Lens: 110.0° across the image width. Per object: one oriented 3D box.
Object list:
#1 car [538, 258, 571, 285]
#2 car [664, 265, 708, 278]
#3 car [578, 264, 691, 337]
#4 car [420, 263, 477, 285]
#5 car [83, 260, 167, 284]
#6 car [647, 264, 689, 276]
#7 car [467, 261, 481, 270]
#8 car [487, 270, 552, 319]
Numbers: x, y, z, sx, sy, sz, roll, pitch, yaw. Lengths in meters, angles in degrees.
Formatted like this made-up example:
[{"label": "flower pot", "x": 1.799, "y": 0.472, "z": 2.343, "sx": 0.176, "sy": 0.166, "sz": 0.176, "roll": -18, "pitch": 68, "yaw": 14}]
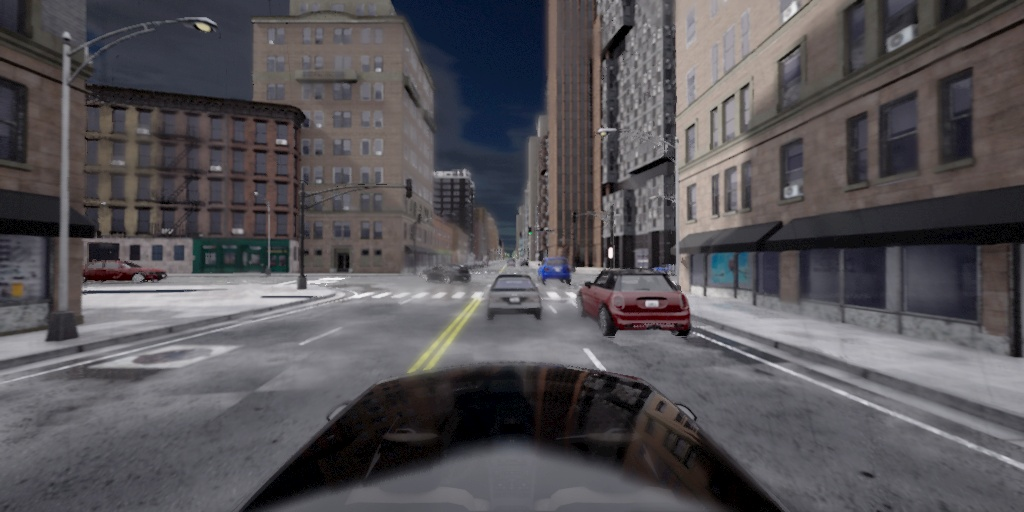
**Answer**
[{"label": "car", "x": 3.302, "y": 1.167, "z": 28.399, "sx": 2.150, "sy": 2.045, "sz": 5.566, "roll": 0, "pitch": -1, "yaw": 0}, {"label": "car", "x": 21.270, "y": 1.836, "z": 43.875, "sx": 4.892, "sy": 1.490, "sz": 1.837, "roll": 1, "pitch": -1, "yaw": -16}, {"label": "car", "x": 3.335, "y": 1.167, "z": 10.682, "sx": 2.097, "sy": 1.767, "sz": 4.553, "roll": 0, "pitch": 0, "yaw": 0}, {"label": "car", "x": -5.330, "y": 1.428, "z": 28.479, "sx": 4.892, "sy": 1.490, "sz": 1.837, "roll": 1, "pitch": -2, "yaw": 41}, {"label": "car", "x": -26.734, "y": 1.073, "z": 24.343, "sx": 5.008, "sy": 1.535, "sz": 1.882, "roll": 1, "pitch": -1, "yaw": -16}, {"label": "car", "x": 20.469, "y": 1.847, "z": 47.024, "sx": 5.008, "sy": 1.535, "sz": 1.882, "roll": 1, "pitch": -1, "yaw": -16}, {"label": "car", "x": -6.666, "y": 1.664, "z": 58.360, "sx": 1.837, "sy": 1.490, "sz": 4.892, "roll": 0, "pitch": -1, "yaw": 0}, {"label": "car", "x": 0.070, "y": 1.379, "z": 13.201, "sx": 2.033, "sy": 1.411, "sz": 5.357, "roll": 0, "pitch": 0, "yaw": -1}]
